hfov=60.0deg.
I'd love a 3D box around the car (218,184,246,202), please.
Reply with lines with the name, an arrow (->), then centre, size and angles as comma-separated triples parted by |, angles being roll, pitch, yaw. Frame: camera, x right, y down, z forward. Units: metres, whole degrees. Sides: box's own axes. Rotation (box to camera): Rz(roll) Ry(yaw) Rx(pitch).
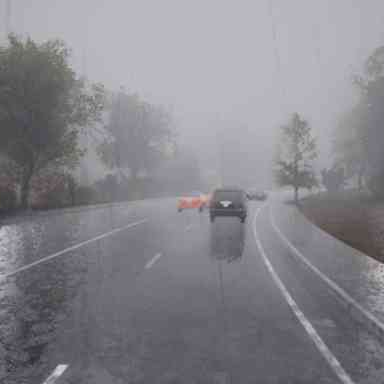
car -> 5.253, 0.058, 42.872 | 2.150, 2.045, 5.566 | 0, 2, 22

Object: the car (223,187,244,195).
car -> 8.113, -0.214, 64.224 | 2.033, 1.411, 5.357 | -1, 1, 32

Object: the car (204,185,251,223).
car -> 2.487, 0.763, 21.597 | 2.150, 2.045, 5.566 | 0, 2, 12

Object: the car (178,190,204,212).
car -> 0.358, 0.696, 28.382 | 2.097, 1.767, 4.553 | 0, 2, 16

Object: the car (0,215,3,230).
car -> -9.681, 1.343, 13.130 | 2.128, 1.511, 4.902 | 0, 1, 5

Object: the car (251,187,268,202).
car -> 8.069, 0.453, 40.394 | 1.895, 1.301, 4.718 | 0, 2, 21

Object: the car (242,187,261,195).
car -> 11.221, -0.248, 62.572 | 1.994, 1.385, 4.181 | -1, 2, 32
